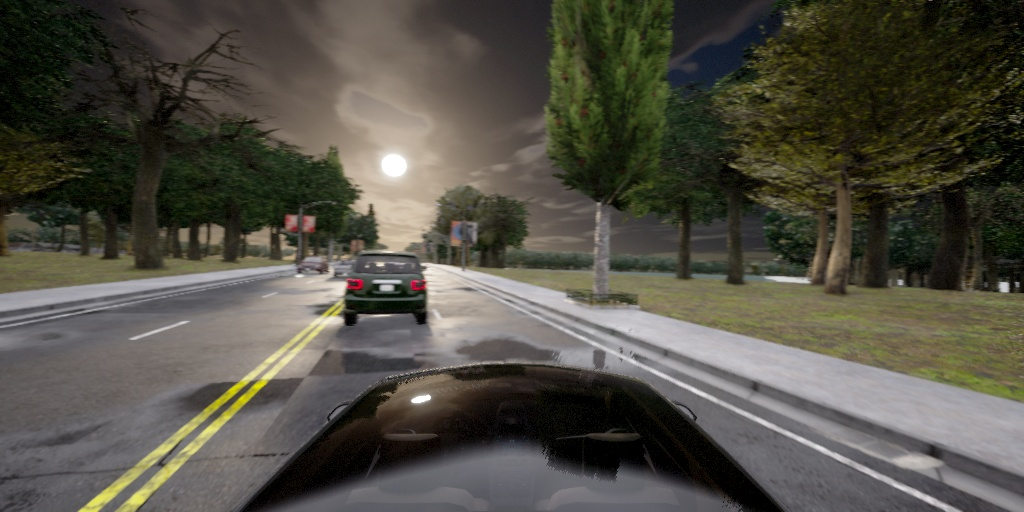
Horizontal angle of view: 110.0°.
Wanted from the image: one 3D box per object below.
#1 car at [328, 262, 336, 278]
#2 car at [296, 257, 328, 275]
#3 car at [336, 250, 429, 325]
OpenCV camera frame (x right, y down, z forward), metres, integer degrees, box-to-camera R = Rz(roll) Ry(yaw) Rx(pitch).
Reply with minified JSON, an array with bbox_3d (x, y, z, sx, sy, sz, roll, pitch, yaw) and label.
[{"bbox_3d":[-12.773,0.988,28.256,1.895,1.301,4.718,2,0,-17],"label":"car"},{"bbox_3d":[-16.972,0.774,30.835,1.812,1.442,4.674,2,0,-17],"label":"car"},{"bbox_3d":[-3.897,0.863,11.437,2.150,2.045,5.566,2,0,-17],"label":"car"}]
